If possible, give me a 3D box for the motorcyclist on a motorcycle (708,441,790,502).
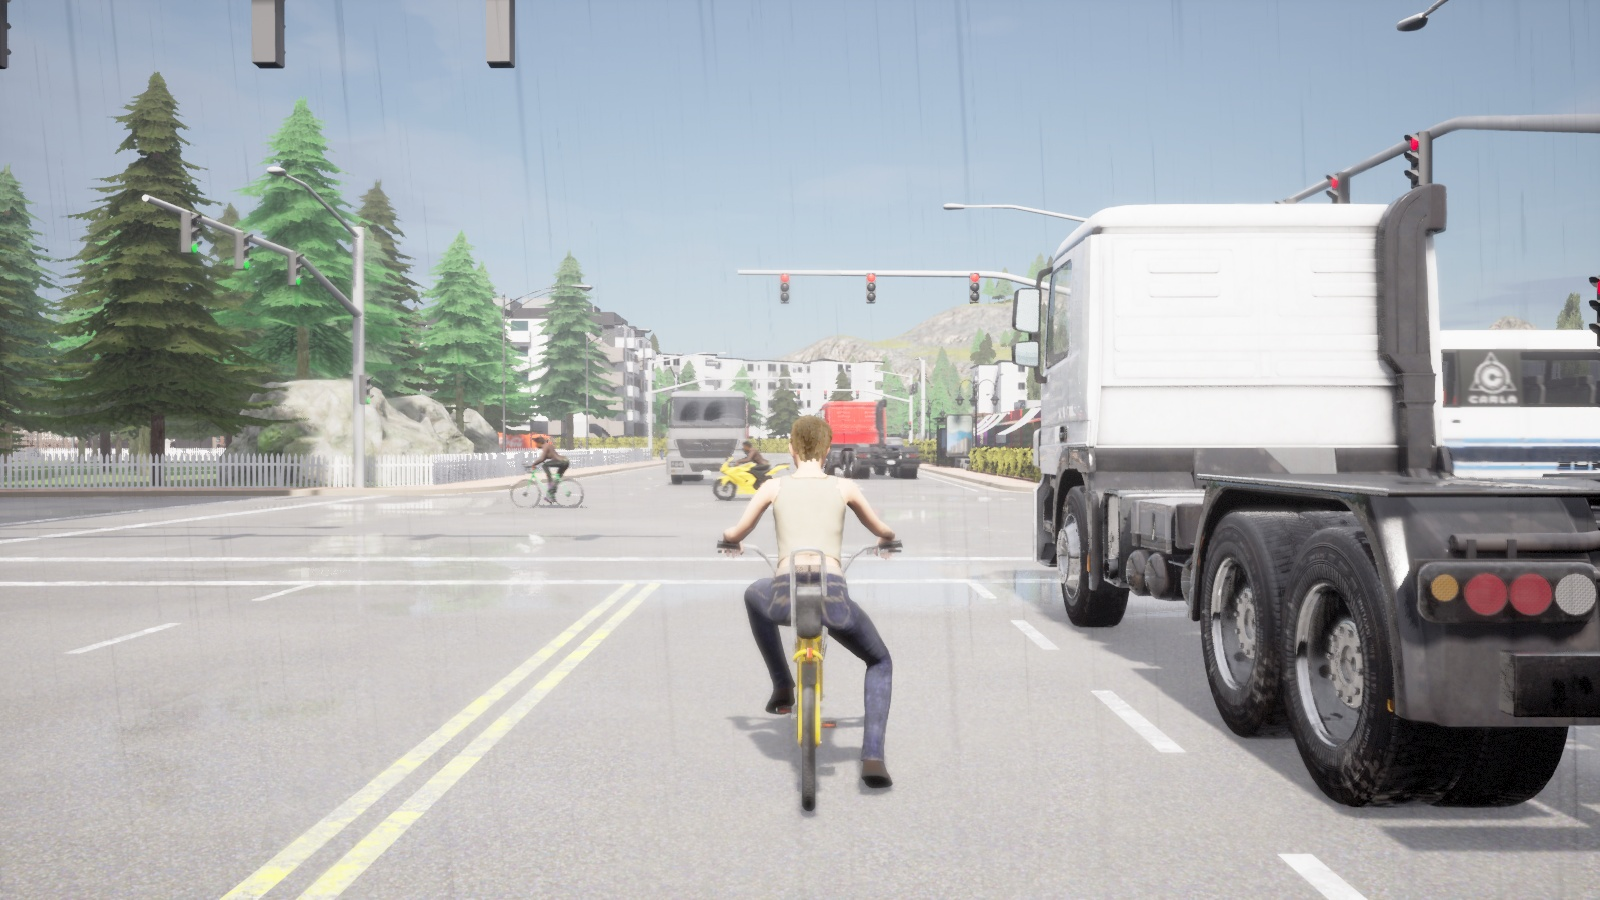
[{"bbox_3d":[-1.280,0.533,31.709,2.044,1.523,0.797,0,0,0],"label":"motorcyclist on a motorcycle"}]

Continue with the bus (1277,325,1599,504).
[{"bbox_3d":[17.948,-0.850,31.739,10.273,4.253,3.944,0,0,0],"label":"bus"}]

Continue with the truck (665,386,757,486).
[{"bbox_3d":[-3.224,-0.507,47.641,2.891,3.462,7.936,0,0,0],"label":"truck"}]

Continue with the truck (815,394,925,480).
[{"bbox_3d":[2.888,-0.542,54.786,2.891,3.462,7.936,0,0,-11],"label":"truck"}]

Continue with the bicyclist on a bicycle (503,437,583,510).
[{"bbox_3d":[-5.761,0.518,28.200,1.656,1.620,0.582,0,0,0],"label":"bicyclist on a bicycle"}]

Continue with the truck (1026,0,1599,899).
[{"bbox_3d":[3.559,-0.277,7.884,2.891,3.462,7.936,0,0,0],"label":"truck"}]

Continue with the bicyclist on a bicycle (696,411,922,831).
[{"bbox_3d":[0.042,0.652,5.576,0.866,1.612,1.509,0,0,1],"label":"bicyclist on a bicycle"}]
